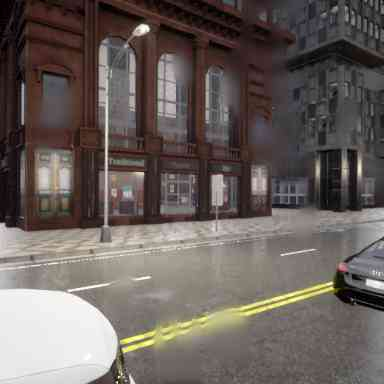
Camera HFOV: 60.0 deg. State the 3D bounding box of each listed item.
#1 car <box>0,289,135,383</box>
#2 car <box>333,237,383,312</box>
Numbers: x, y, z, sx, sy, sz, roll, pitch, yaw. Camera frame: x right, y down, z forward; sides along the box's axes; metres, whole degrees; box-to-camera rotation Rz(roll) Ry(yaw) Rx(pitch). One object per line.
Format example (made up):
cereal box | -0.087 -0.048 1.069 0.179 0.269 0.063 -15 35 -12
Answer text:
car | -2.920 1.221 1.352 5.566 2.045 2.150 0 0 -36
car | 4.817 1.562 6.893 4.181 1.385 1.994 0 0 -35
